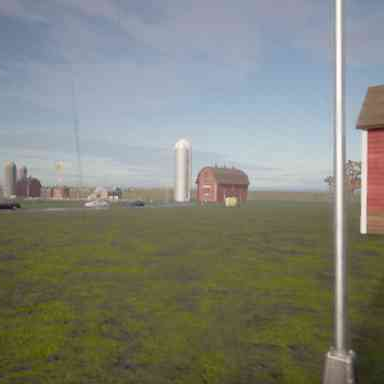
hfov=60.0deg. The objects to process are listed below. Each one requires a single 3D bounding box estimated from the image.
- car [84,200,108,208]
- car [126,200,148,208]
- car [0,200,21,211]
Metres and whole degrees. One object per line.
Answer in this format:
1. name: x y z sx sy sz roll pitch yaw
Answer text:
1. car: -18.004 2.297 62.692 1.812 1.442 4.674 1 -1 37
2. car: -11.079 2.432 67.376 1.837 1.490 4.892 1 0 36
3. car: -28.068 1.991 49.167 1.882 1.535 5.008 1 0 37
